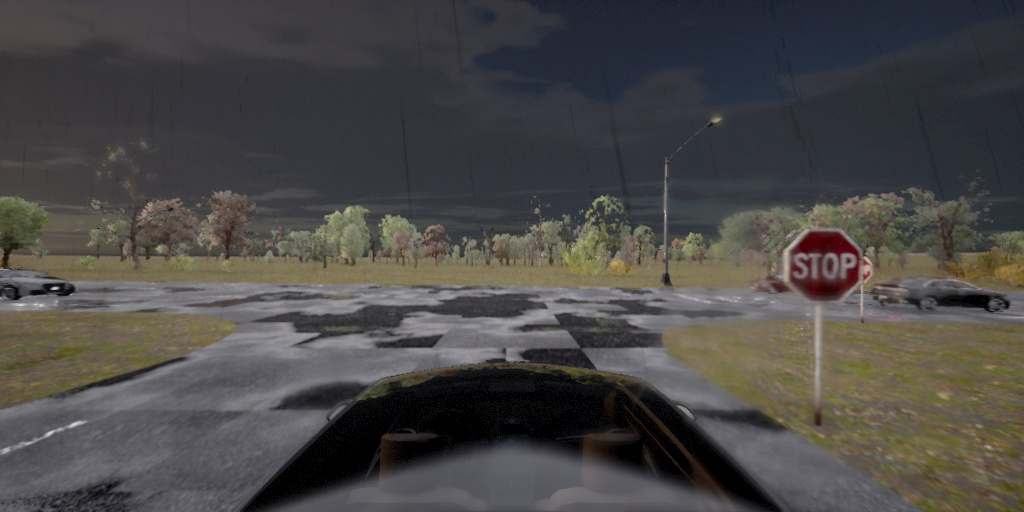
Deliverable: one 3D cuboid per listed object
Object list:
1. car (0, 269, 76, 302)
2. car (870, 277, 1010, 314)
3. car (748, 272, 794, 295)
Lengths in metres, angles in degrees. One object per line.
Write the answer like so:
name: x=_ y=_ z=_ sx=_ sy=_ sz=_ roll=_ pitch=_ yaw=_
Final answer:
car: x=-23.057 y=1.286 z=16.547 sx=4.181 sy=1.385 sz=1.994 roll=1 pitch=0 yaw=0
car: x=19.284 y=1.713 z=16.246 sx=4.902 sy=1.511 sz=2.128 roll=1 pitch=0 yaw=0
car: x=17.952 y=1.785 z=23.251 sx=4.674 sy=1.442 sz=1.812 roll=0 pitch=0 yaw=0
